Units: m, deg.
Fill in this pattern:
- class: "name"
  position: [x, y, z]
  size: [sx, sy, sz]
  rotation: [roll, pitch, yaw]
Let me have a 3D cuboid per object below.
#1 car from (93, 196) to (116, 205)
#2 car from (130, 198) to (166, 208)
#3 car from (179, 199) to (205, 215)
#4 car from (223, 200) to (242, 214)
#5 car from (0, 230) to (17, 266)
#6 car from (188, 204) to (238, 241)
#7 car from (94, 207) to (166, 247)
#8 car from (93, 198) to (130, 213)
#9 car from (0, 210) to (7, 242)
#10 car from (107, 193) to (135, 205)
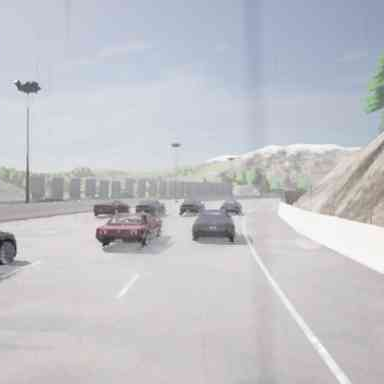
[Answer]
- class: "car"
  position: [-15.127, 1.462, 57.600]
  size: [1.994, 1.385, 4.181]
  rotation: [0, 0, 18]
- class: "car"
  position: [-3.799, 1.461, 30.945]
  size: [1.837, 1.490, 4.892]
  rotation: [0, 0, 11]
- class: "car"
  position: [0.078, 1.468, 32.533]
  size: [1.837, 1.490, 4.892]
  rotation: [0, 0, 11]
- class: "car"
  position: [4.120, 1.534, 34.657]
  size: [1.994, 1.385, 4.181]
  rotation: [0, 0, 12]
- class: "car"
  position: [-6.559, 1.466, 8.650]
  size: [2.128, 1.511, 4.902]
  rotation: [0, 0, 3]
- class: "car"
  position: [1.138, 1.548, 16.704]
  size: [1.994, 1.385, 4.181]
  rotation: [0, 0, 6]
- class: "car"
  position: [-2.585, 1.578, 14.929]
  size: [1.895, 1.301, 4.718]
  rotation: [0, 0, 5]
- class: "car"
  position: [-7.357, 1.425, 30.933]
  size: [1.882, 1.535, 5.008]
  rotation: [0, 0, 10]
- class: "car"
  position: [-9.722, 1.526, 13.353]
  size: [1.994, 1.385, 4.181]
  rotation: [0, 0, 4]
- class: "car"
  position: [-11.902, 1.129, 56.254]
  size: [2.150, 2.045, 5.566]
  rotation: [0, 0, 18]
